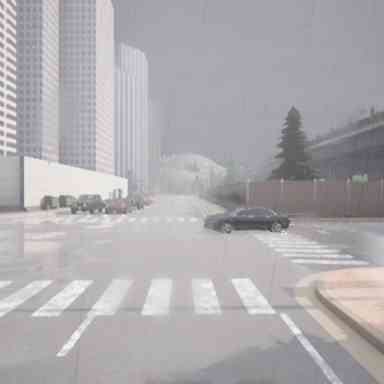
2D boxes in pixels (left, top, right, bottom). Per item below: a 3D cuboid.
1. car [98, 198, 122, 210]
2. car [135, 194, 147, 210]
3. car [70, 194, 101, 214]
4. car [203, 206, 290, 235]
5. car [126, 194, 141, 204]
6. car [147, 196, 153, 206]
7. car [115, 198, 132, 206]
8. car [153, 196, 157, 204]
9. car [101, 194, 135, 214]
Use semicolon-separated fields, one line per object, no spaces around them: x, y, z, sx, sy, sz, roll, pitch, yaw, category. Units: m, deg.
-11.271;1.574;45.855;2.033;1.411;5.357;0;0;-1;car
-7.756;1.247;44.396;2.150;2.045;5.566;0;0;-1;car
-11.121;1.242;35.612;2.150;2.045;5.566;0;0;-1;car
3.074;1.558;18.799;4.892;1.490;1.837;1;-1;-11;car
-11.493;1.390;65.345;2.097;1.767;4.553;0;0;-1;car
-7.873;1.557;54.158;1.812;1.442;4.674;0;0;-1;car
-11.378;1.633;55.427;1.895;1.301;4.718;0;0;0;car
-7.968;1.515;64.500;1.882;1.535;5.008;0;0;-1;car
-7.608;1.372;34.820;2.097;1.767;4.553;0;0;-1;car
